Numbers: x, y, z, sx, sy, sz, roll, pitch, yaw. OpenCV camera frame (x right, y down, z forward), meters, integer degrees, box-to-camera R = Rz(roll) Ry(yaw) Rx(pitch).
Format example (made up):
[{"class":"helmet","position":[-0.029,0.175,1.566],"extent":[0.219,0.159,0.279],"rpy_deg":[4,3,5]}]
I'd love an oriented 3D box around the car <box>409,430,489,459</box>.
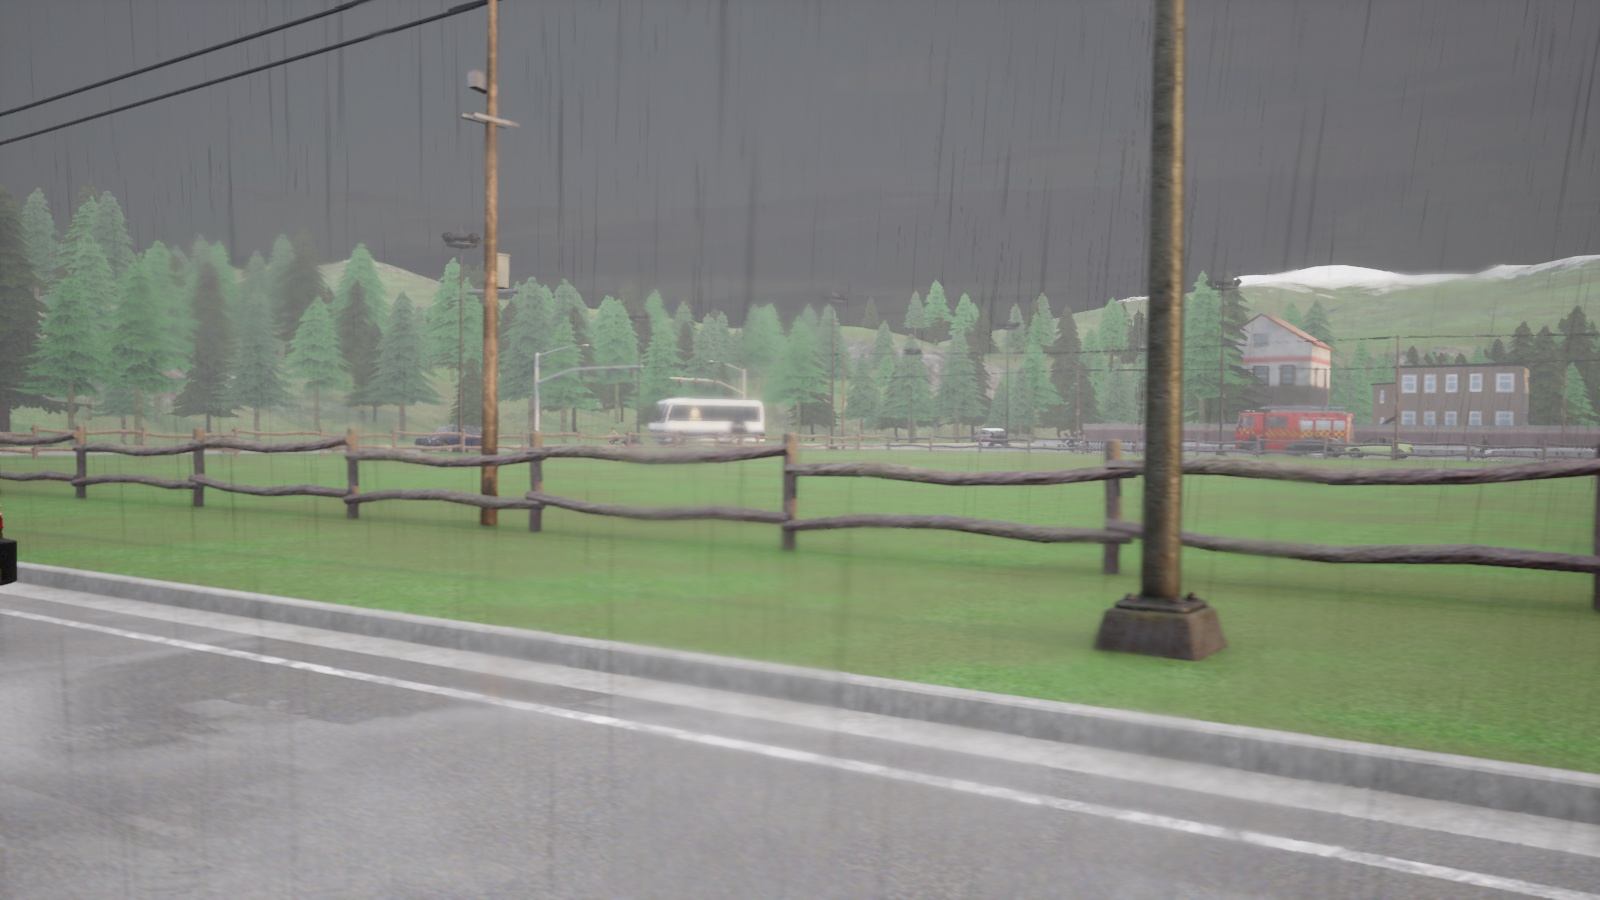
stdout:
[{"class":"car","position":[-21.895,-0.375,78.470],"extent":[2.097,1.767,4.553],"rpy_deg":[0,1,34]}]

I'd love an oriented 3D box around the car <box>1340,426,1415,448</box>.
[{"class":"car","position":[40.720,-0.922,88.536],"extent":[4.514,1.525,2.007],"rpy_deg":[0,1,34]}]

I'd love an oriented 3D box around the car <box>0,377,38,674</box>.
[{"class":"car","position":[-7.331,0.482,8.490],"extent":[4.605,1.855,1.932],"rpy_deg":[0,1,34]}]

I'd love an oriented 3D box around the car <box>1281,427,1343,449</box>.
[{"class":"car","position":[35.749,-0.838,87.658],"extent":[3.705,1.549,1.789],"rpy_deg":[0,1,34]}]
